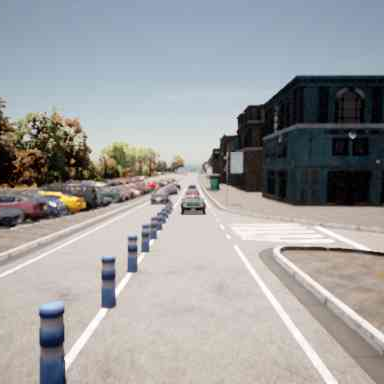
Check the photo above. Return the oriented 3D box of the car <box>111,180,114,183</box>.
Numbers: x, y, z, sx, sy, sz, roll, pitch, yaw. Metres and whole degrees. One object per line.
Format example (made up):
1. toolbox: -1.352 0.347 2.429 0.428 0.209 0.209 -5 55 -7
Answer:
1. car: -22.529 -1.761 81.691 4.892 1.521 2.231 0 3 1

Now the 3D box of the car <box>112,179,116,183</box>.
1. car: -22.525 -1.895 84.471 4.792 1.488 2.163 0 3 1

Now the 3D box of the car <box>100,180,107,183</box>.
1. car: -22.576 -1.398 76.133 4.674 1.452 2.002 0 3 1

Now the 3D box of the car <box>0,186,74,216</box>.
1. car: -10.043 0.694 20.374 4.553 1.767 2.185 0 1 1

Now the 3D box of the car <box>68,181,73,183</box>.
1. car: -22.810 -0.431 53.740 5.566 2.045 2.435 0 3 1

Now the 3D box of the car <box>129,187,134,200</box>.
1. car: -9.801 0.427 39.882 4.792 1.488 2.163 0 2 1

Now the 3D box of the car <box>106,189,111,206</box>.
1. car: -9.928 0.702 28.737 4.892 1.521 2.231 0 1 1

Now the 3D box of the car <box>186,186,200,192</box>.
1. car: 0.099 0.261 44.130 1.994 1.385 4.181 0 2 0

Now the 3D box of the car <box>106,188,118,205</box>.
1. car: -9.879 0.671 31.515 4.792 1.488 2.163 0 2 1

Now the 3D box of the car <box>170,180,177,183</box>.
1. car: -3.214 -1.191 70.221 1.895 1.301 4.718 0 3 0

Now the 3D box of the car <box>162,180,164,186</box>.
1. car: -9.501 -1.430 76.042 4.892 1.521 2.231 0 3 1

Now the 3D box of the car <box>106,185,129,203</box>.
1. car: -9.825 0.362 37.090 4.553 1.767 2.185 0 2 1

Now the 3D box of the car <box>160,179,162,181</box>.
1. car: -9.490 -1.388 73.132 4.553 1.767 2.185 0 3 1

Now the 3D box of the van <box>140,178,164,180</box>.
1. van: -9.585 -1.819 78.809 4.442 1.987 1.878 0 3 1

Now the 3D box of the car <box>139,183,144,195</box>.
1. car: -9.784 -0.049 48.225 4.553 1.767 2.185 0 3 1

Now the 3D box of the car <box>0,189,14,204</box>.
1. car: -22.932 0.484 37.034 5.008 1.535 2.097 0 2 1

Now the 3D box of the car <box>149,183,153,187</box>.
1. car: -9.670 -0.321 56.586 5.008 1.535 2.097 0 3 1

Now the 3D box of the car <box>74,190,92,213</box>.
1. car: -9.980 0.790 23.154 5.008 1.535 2.097 0 1 1

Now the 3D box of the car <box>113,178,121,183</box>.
1. car: -22.442 -2.338 87.237 5.566 2.045 2.435 0 3 1

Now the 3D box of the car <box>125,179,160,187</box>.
1. car: -9.626 -1.038 64.914 5.566 2.045 2.435 0 3 1

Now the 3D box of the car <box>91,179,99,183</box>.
1. car: -22.623 -1.205 67.775 5.566 2.045 2.435 0 3 1

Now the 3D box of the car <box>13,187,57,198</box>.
1. car: -22.648 0.073 48.177 5.366 1.575 1.946 0 2 1

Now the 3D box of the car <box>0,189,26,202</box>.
1. car: -22.904 0.391 39.951 4.892 1.521 2.231 0 2 1

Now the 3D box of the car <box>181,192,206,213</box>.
1. car: 0.100 0.917 26.460 1.895 1.301 4.718 0 2 0

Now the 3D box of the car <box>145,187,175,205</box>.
1. car: -3.344 0.500 35.642 2.128 1.511 4.902 0 2 0

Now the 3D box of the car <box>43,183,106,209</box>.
1. car: -9.988 0.498 25.944 5.566 2.045 2.435 0 1 1

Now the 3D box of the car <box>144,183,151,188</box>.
1. car: -9.695 -0.180 53.800 5.008 1.535 2.097 0 3 0

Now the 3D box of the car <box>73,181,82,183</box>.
1. car: -22.761 -0.594 59.319 4.553 1.767 2.185 0 3 1

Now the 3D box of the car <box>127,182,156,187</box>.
1. car: -9.621 -0.586 62.153 4.674 1.452 2.002 0 3 1

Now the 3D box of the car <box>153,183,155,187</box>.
1. car: -9.620 -0.440 59.371 4.792 1.488 2.163 0 3 1

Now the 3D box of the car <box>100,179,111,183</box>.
1. car: -22.553 -1.600 78.911 5.008 1.535 2.097 0 3 1

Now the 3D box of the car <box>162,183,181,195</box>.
1. car: -3.294 -0.307 54.960 1.882 1.535 5.008 0 3 1

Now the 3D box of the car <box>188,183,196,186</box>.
1. car: 0.057 -1.427 77.262 1.895 1.301 4.718 0 3 0

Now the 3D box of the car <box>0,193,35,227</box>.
1. car: -10.034 0.896 14.806 4.792 1.488 2.163 0 0 1

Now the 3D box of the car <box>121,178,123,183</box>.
1. car: -22.421 -2.375 92.814 4.674 1.452 2.002 0 3 1

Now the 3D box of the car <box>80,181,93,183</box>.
1. car: -22.863 -0.797 65.011 5.366 1.575 1.946 0 3 1

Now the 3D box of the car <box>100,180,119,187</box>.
1. car: -22.413 -2.376 90.023 4.553 1.767 2.185 0 3 1

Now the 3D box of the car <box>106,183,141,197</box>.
1. car: -9.810 0.067 45.447 4.553 1.767 2.185 0 2 1

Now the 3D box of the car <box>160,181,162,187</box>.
1. car: -9.731 -1.112 70.487 5.366 1.575 1.946 0 3 1

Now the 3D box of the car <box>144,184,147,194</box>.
1. car: -9.730 -0.007 51.016 4.674 1.452 2.002 0 3 1

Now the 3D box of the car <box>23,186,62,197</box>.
1. car: -22.813 -0.049 50.966 5.008 1.535 2.097 0 3 1

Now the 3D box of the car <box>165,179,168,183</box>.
1. car: -9.411 -1.918 84.378 5.008 1.535 2.097 0 3 1

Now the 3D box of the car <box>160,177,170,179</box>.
1. car: -9.308 -2.533 92.706 4.553 1.767 2.185 0 3 1

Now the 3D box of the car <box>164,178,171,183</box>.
1. car: -9.180 -2.247 89.934 5.366 1.575 1.946 0 3 1

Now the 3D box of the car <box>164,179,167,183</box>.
1. car: -9.448 -1.756 81.600 5.008 1.535 2.097 0 3 1

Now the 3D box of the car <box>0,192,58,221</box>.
1. car: -10.067 0.873 17.590 4.792 1.488 2.163 0 0 1

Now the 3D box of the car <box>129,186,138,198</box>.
1. car: -9.834 0.329 42.668 4.792 1.488 2.163 0 2 1
